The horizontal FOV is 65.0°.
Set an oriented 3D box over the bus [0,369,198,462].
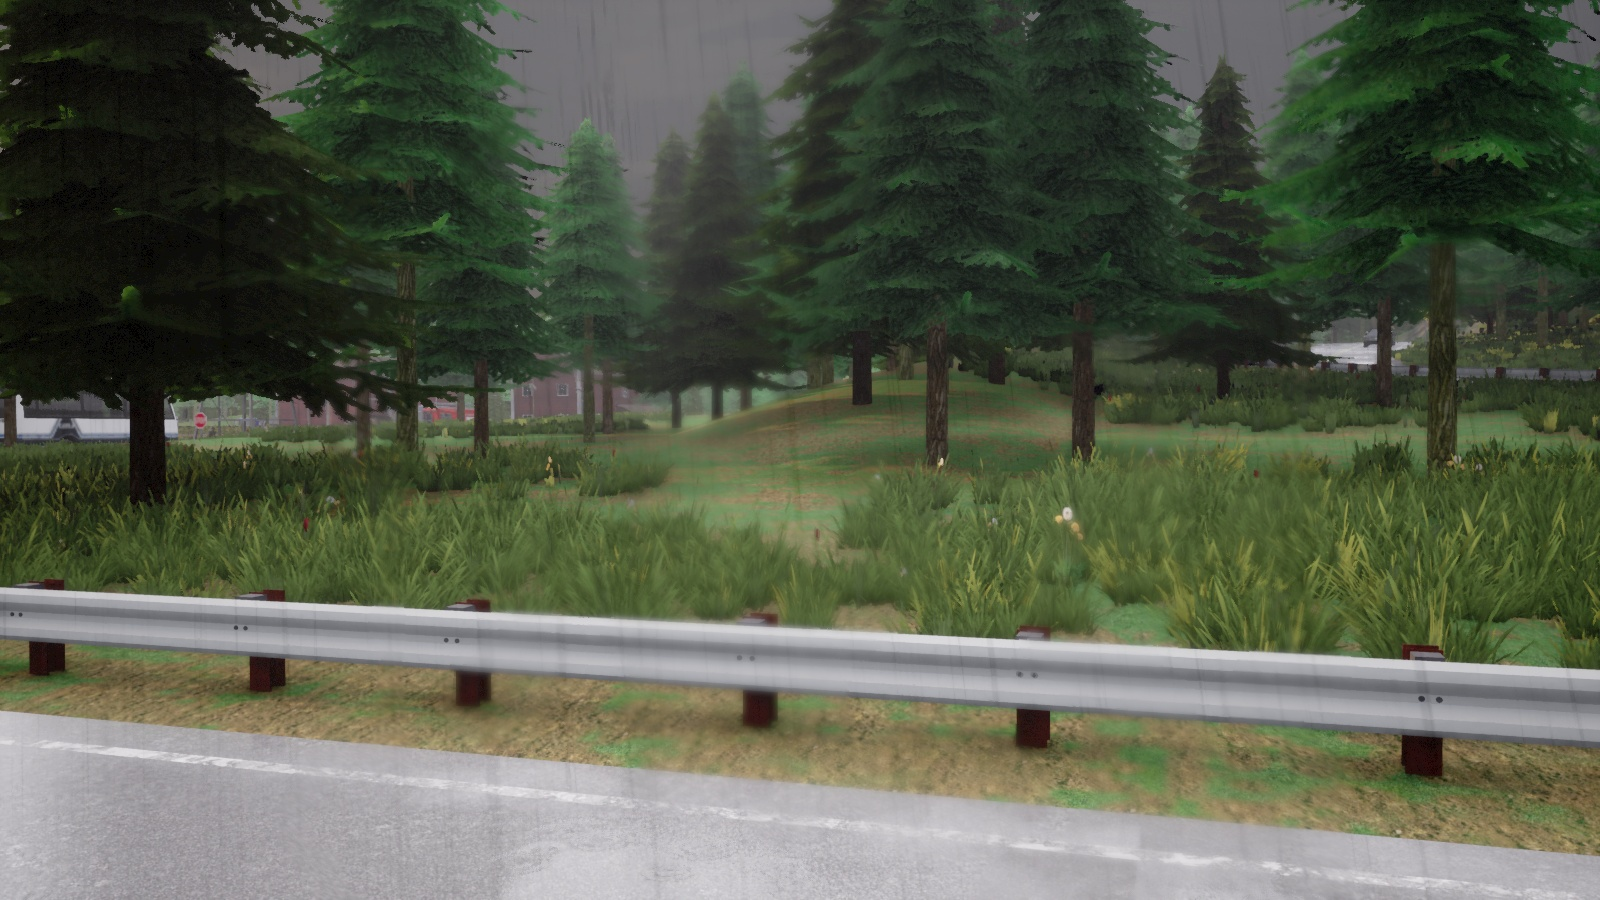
[{"bbox_3d":[-35.726,-1.667,63.051,3.944,4.253,10.273,1,1,17],"label":"bus"}]
